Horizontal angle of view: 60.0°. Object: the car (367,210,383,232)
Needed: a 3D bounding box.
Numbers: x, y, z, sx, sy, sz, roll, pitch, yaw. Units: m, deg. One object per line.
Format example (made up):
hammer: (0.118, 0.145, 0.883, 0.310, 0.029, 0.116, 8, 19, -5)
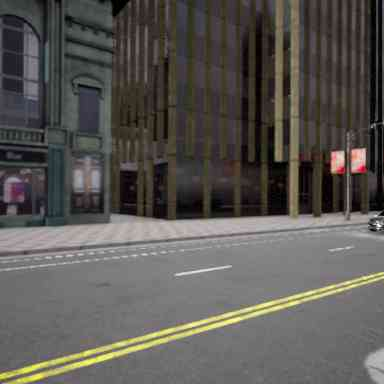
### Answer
car: (12.936, 1.765, 20.891, 4.892, 1.490, 1.837, 1, 0, -35)
